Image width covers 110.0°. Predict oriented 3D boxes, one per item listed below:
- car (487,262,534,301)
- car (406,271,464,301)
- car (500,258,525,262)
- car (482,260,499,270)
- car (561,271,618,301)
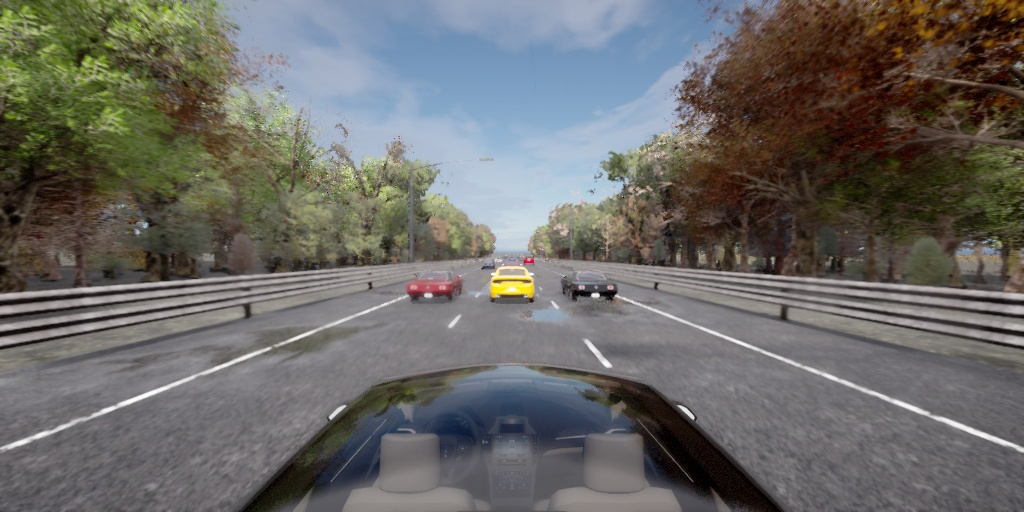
[{"bbox_3d":[0.006,1.235,17.282,1.882,1.535,5.008,0,0,0],"label":"car"},{"bbox_3d":[-3.496,1.358,17.259,1.895,1.301,4.718,0,0,0],"label":"car"},{"bbox_3d":[0.011,1.236,36.349,1.882,1.535,5.008,0,0,0],"label":"car"},{"bbox_3d":[-3.480,1.303,54.324,2.033,1.411,5.357,0,0,0],"label":"car"},{"bbox_3d":[3.506,1.358,17.256,1.895,1.301,4.718,0,0,0],"label":"car"}]
